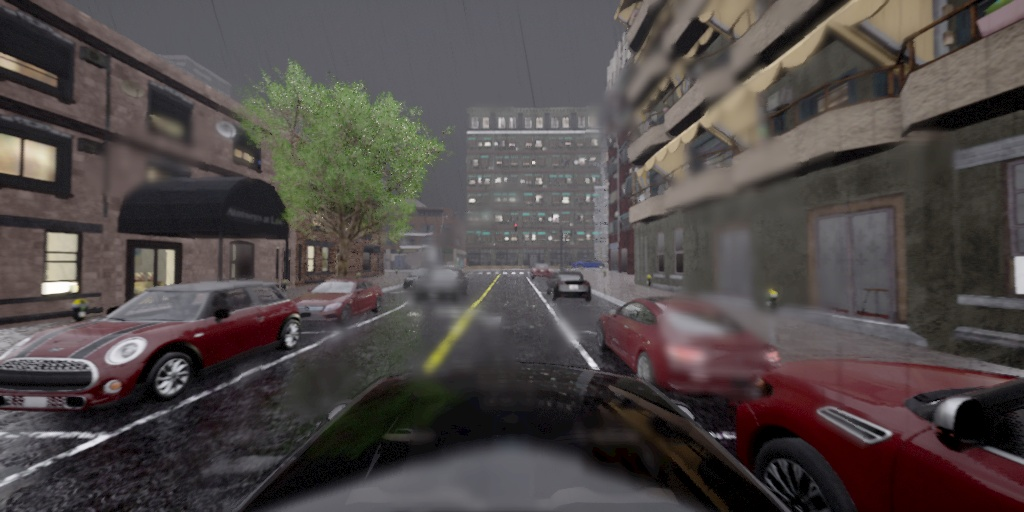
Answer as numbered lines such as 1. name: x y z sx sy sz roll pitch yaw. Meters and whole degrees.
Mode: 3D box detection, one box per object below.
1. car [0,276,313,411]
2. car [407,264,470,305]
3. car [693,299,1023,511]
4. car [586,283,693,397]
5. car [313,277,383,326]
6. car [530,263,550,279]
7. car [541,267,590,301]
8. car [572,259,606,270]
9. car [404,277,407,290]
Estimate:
1. car: -5.654 1.213 6.243 1.967 1.591 4.097 0 0 0
2. car: -3.088 1.305 16.618 1.882 1.535 5.008 0 0 0
3. car: 2.689 1.059 0.607 2.192 1.841 5.009 0 0 0
4. car: 2.694 1.356 6.294 1.802 1.307 4.207 0 0 0
5. car: -5.649 1.385 11.929 1.802 1.307 4.207 0 0 0
6. car: 2.765 1.365 34.723 1.967 1.591 4.097 0 0 0
7. car: 2.704 1.399 17.666 1.948 1.339 4.313 0 0 0
8. car: 11.417 1.235 53.402 5.008 1.535 1.882 -1 -1 1
9. car: -5.639 1.429 23.301 1.948 1.339 4.313 0 0 0
